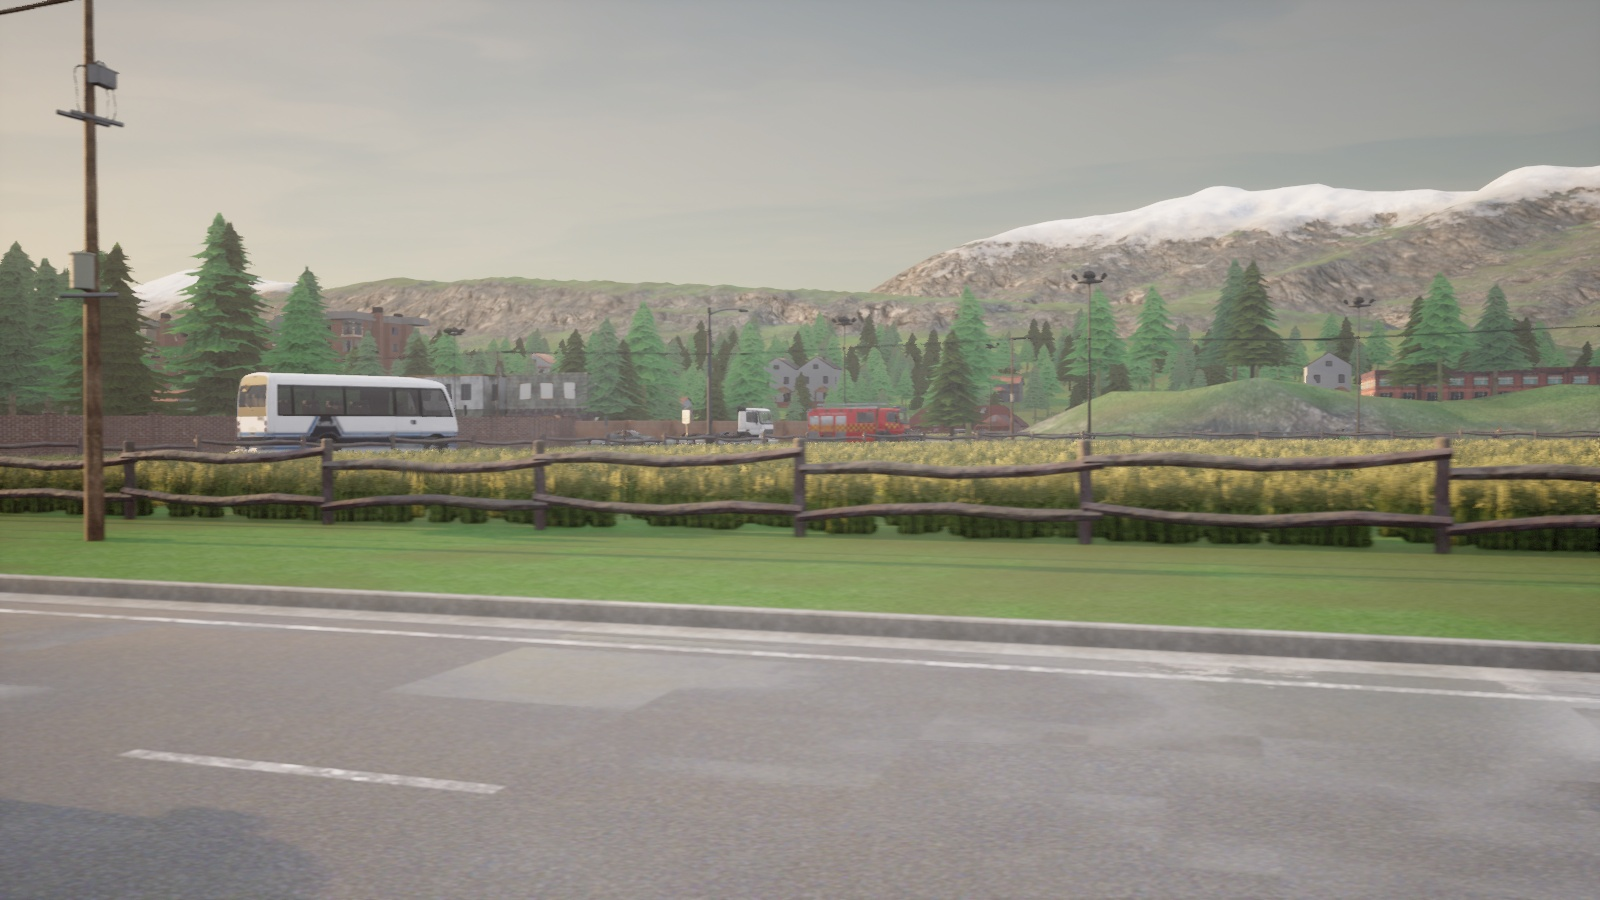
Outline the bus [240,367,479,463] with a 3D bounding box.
[{"bbox_3d":[-21.077,-1.602,60.744,3.944,4.253,10.273,1,1,42],"label":"bus"}]
